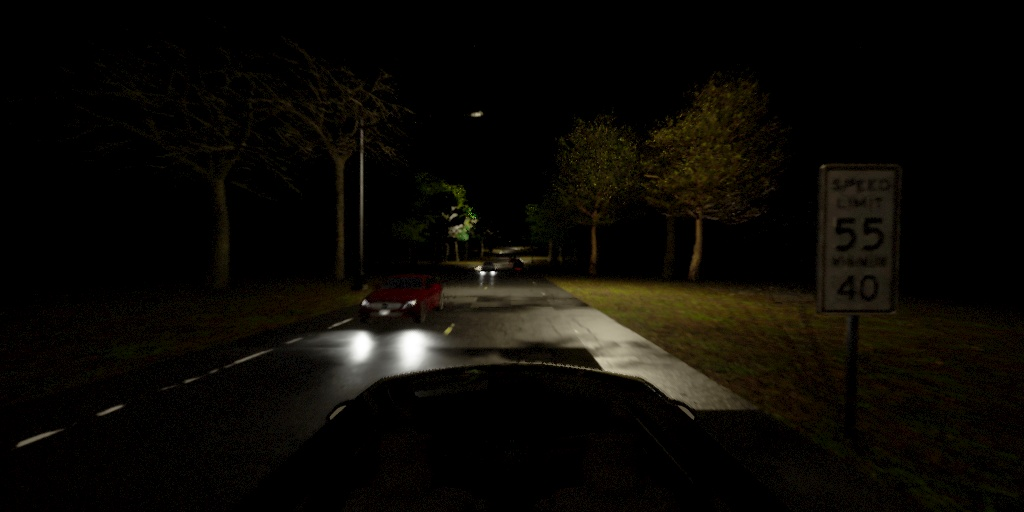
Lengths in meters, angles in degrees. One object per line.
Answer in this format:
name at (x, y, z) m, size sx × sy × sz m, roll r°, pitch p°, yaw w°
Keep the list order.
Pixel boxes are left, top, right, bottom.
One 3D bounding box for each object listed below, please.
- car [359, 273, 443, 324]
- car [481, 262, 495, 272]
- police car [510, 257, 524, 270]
car at (-3.586, 1.340, 12.428) m, size 1.812 × 1.442 × 4.674 m, roll 0°, pitch 0°, yaw 0°
car at (-3.497, 1.562, 52.910) m, size 1.812 × 1.442 × 4.674 m, roll 0°, pitch 0°, yaw 1°
police car at (1.109, 1.468, 62.218) m, size 1.930 × 1.638 × 5.238 m, roll 0°, pitch 0°, yaw 0°
